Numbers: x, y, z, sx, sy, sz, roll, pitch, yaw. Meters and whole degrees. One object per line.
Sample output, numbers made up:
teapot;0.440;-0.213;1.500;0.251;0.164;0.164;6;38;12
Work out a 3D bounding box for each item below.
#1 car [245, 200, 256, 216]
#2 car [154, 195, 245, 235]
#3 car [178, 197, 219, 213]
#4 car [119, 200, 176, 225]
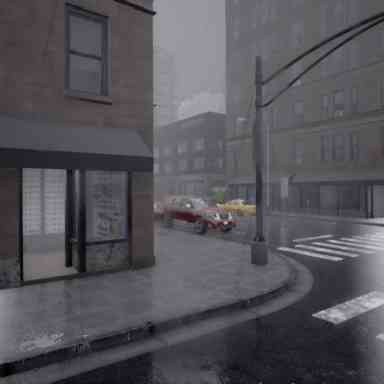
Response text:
car;3.689;1.222;27.674;1.752;1.417;4.829;1;0;-36
car;0.145;1.138;18.086;2.192;1.841;5.009;1;0;-36
car;0.552;1.203;31.961;1.802;1.307;4.206;1;0;-36
car;-3.096;1.288;22.511;1.887;1.381;4.507;1;0;-36
